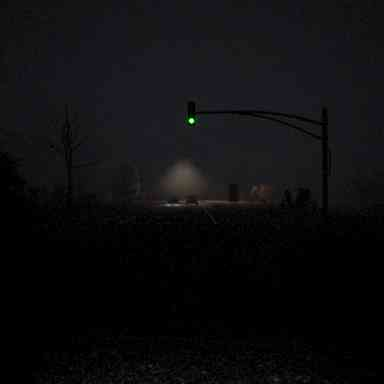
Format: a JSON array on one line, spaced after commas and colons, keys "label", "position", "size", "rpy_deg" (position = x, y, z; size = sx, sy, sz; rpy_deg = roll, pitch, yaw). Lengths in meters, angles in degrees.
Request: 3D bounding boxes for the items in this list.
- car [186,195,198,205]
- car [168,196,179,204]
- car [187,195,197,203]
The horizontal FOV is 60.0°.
[{"label": "car", "position": [-0.004, 1.401, 59.690], "size": [2.097, 1.767, 4.553], "rpy_deg": [0, 0, 0]}, {"label": "car", "position": [-3.505, 1.562, 63.890], "size": [1.837, 1.490, 4.892], "rpy_deg": [0, 0, 0]}, {"label": "car", "position": [-0.005, 1.399, 69.726], "size": [1.837, 1.490, 4.892], "rpy_deg": [0, 0, 0]}]
